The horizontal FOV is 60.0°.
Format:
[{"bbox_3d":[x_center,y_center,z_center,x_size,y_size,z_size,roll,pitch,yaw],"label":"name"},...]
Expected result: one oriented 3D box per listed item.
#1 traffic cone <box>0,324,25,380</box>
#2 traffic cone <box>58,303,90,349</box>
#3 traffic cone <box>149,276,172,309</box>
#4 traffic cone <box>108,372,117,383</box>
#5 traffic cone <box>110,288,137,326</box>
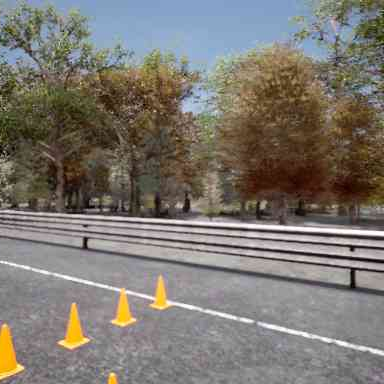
[{"bbox_3d":[-2.369,1.984,4.227,0.340,0.580,0.340,0,0,35],"label":"traffic cone"},{"bbox_3d":[-1.791,1.984,5.043,0.340,0.580,0.340,0,0,35],"label":"traffic cone"},{"bbox_3d":[-0.636,1.985,6.676,0.340,0.580,0.340,0,0,35],"label":"traffic cone"},{"bbox_3d":[-0.737,1.971,3.071,0.340,0.580,0.340,0,0,35],"label":"traffic cone"},{"bbox_3d":[-1.214,1.985,5.859,0.340,0.580,0.340,0,0,35],"label":"traffic cone"}]
